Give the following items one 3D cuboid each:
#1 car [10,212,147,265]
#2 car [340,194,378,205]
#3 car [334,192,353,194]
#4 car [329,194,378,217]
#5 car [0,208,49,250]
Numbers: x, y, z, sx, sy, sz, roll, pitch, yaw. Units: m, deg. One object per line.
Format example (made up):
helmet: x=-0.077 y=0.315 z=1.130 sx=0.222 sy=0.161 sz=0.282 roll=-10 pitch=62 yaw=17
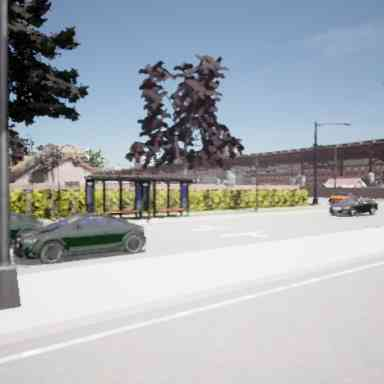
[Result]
car: x=-3.631 y=1.420 z=11.211 sx=4.181 sy=1.385 sz=1.994 roll=0 pitch=1 yaw=-35
car: x=23.831 y=0.984 z=47.648 sx=1.812 sy=1.442 sz=4.674 roll=0 pitch=1 yaw=-34
car: x=21.188 y=0.835 z=45.286 sx=2.097 sy=1.767 sz=4.553 roll=0 pitch=1 yaw=-34
car: x=13.185 y=1.182 z=27.123 sx=4.902 sy=1.511 sz=2.128 roll=0 pitch=1 yaw=-34
car: x=-7.832 y=1.397 z=12.553 sx=4.181 sy=1.385 sz=1.994 roll=0 pitch=1 yaw=-35
